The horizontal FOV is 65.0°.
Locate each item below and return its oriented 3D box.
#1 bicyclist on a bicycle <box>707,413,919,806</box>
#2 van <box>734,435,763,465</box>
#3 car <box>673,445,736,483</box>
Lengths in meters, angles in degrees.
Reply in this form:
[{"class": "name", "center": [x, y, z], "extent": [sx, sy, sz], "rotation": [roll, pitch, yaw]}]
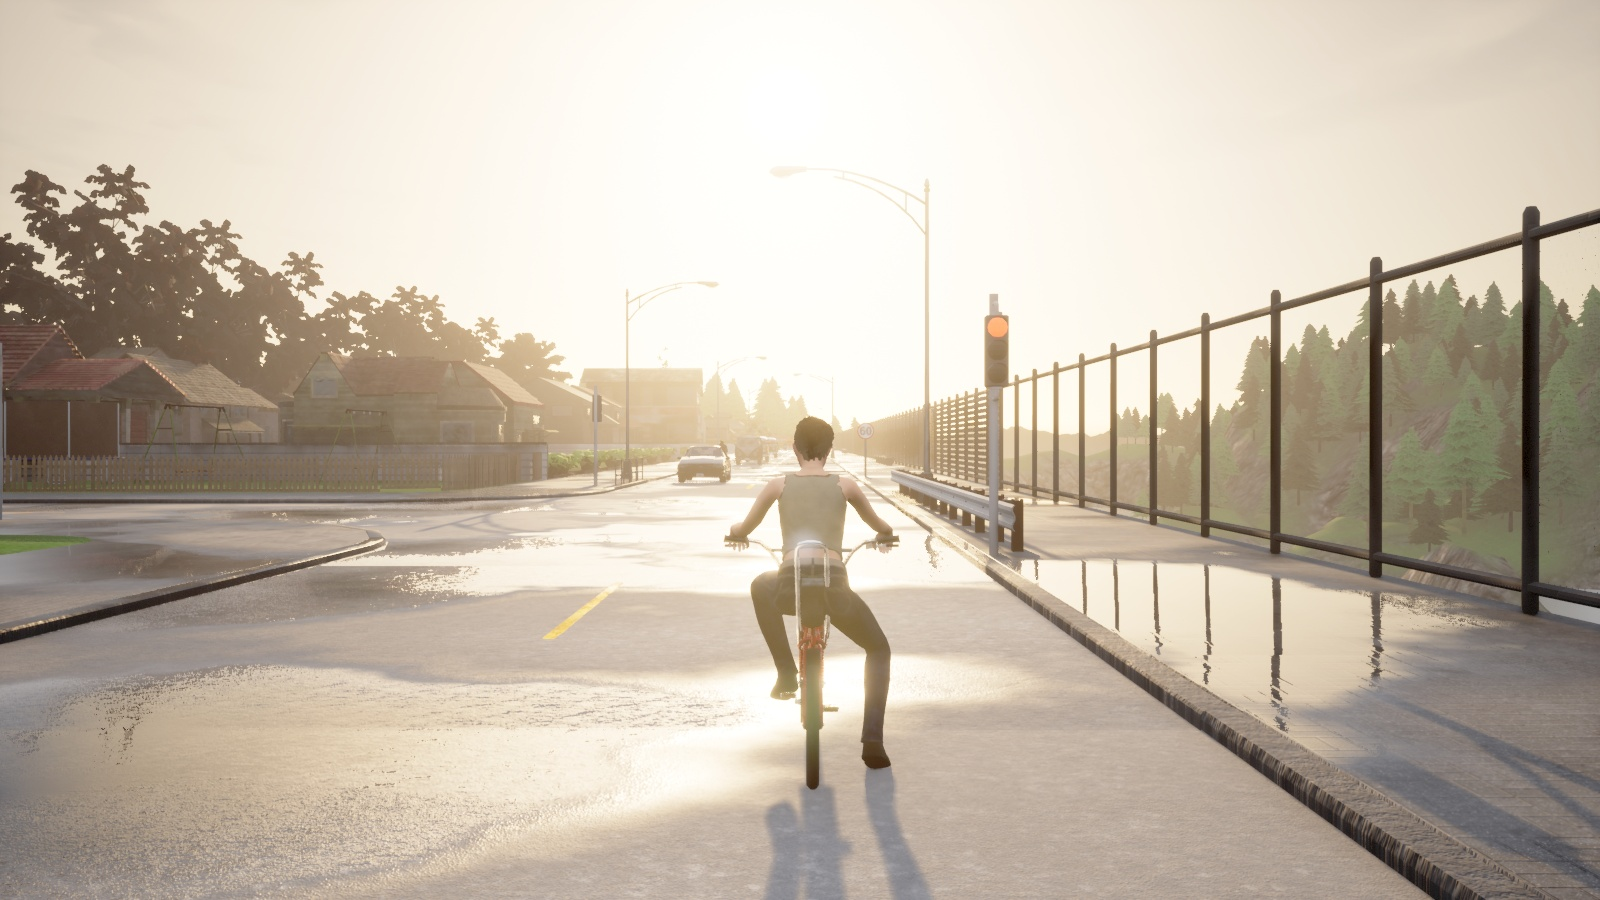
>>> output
[{"class": "bicyclist on a bicycle", "center": [0.056, 0.650, 5.898], "extent": [0.866, 1.612, 1.509], "rotation": [0, 0, 0]}, {"class": "van", "center": [-3.478, 0.014, 85.455], "extent": [1.775, 1.987, 4.442], "rotation": [0, 0, 0]}, {"class": "car", "center": [-3.690, 0.513, 49.200], "extent": [2.033, 1.411, 5.357], "rotation": [0, 0, 0]}]
